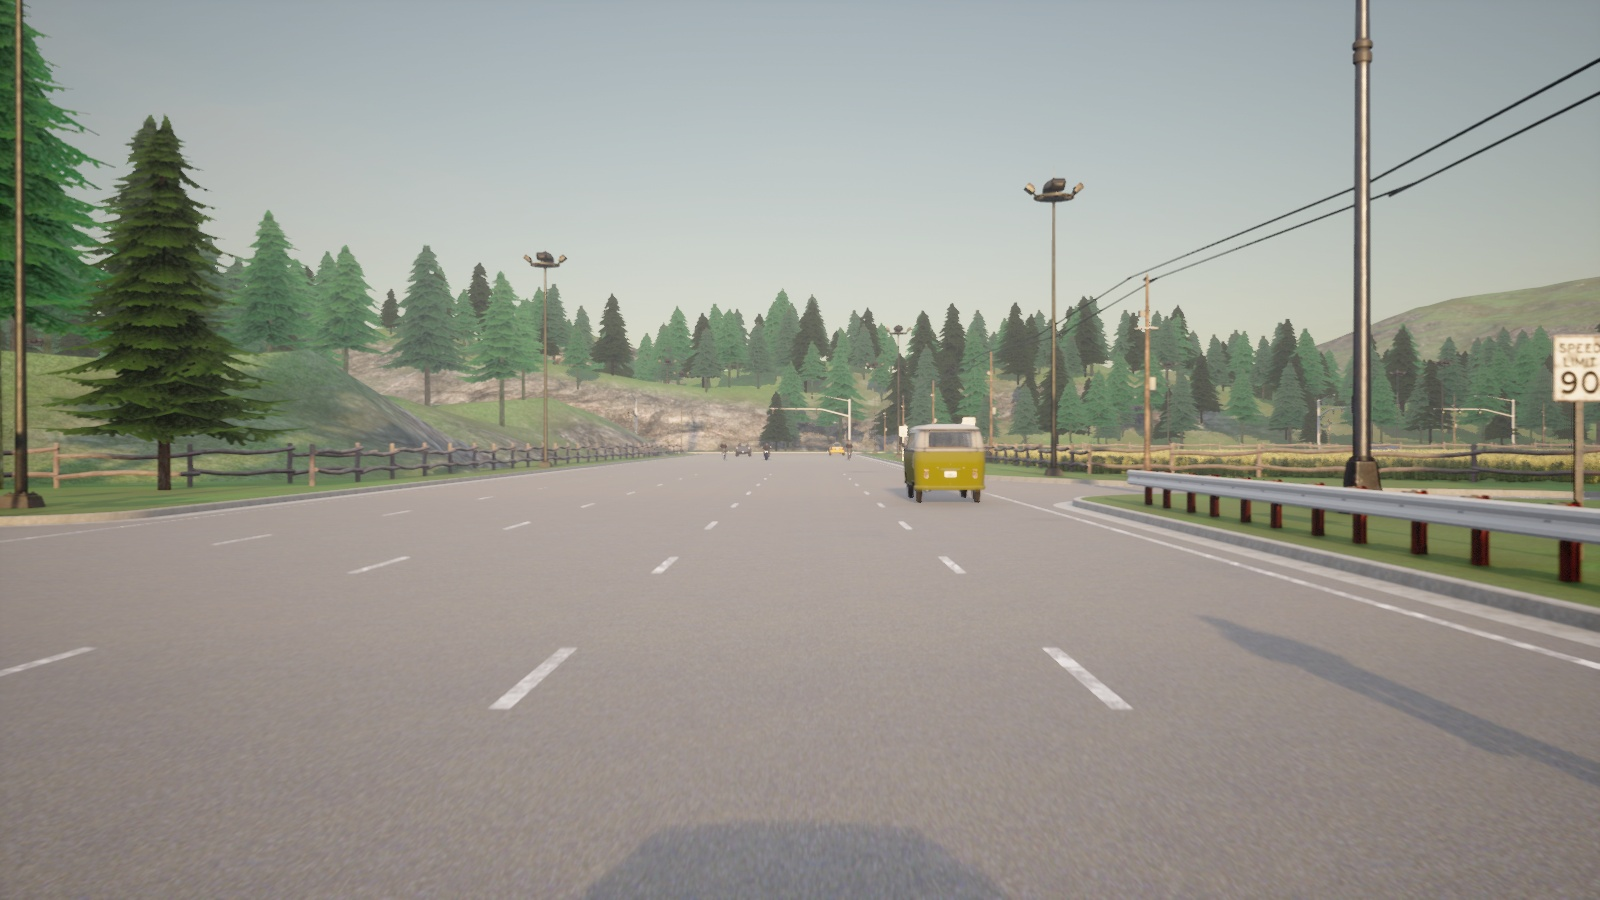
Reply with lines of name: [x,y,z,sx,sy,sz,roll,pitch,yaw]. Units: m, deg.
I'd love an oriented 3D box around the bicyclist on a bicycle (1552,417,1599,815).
bicyclist on a bicycle: [3.541,0.676,4.604,0.582,1.620,1.656,0,0,0]

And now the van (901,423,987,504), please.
van: [3.702,0.317,32.971,1.775,1.987,4.442,0,0,0]
